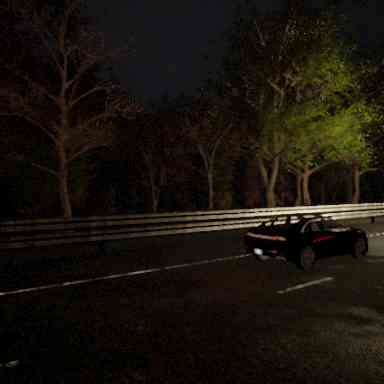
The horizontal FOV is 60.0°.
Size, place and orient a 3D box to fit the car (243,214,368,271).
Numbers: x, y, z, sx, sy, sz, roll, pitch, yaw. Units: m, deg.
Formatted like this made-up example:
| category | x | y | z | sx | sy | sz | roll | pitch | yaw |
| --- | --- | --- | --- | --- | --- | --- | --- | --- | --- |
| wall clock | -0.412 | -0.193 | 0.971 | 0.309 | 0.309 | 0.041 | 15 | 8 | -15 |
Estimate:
| category | x | y | z | sx | sy | sz | roll | pitch | yaw |
| --- | --- | --- | --- | --- | --- | --- | --- | --- | --- |
| car | 3.856 | 1.475 | 10.885 | 4.902 | 1.511 | 2.128 | 0 | 0 | -36 |
